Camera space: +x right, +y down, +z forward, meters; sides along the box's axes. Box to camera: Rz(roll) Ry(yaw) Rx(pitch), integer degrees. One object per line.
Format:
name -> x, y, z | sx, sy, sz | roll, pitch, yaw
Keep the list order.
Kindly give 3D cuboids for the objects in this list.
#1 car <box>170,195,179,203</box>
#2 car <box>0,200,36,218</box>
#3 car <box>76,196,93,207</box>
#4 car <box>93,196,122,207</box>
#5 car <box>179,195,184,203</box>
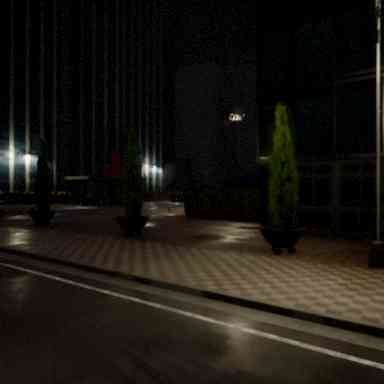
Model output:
car -> -2.302, 1.319, 65.229 | 1.837, 1.490, 4.892 | 0, 0, 35
car -> -15.381, 1.374, 28.065 | 1.812, 1.442, 4.674 | 0, 0, 32
car -> -14.086, 1.338, 48.541 | 2.033, 1.411, 5.357 | 0, 0, 35
car -> -10.913, 1.301, 46.969 | 2.128, 1.511, 4.902 | 0, 0, 35
car -> 0.591, 1.090, 63.254 | 2.150, 2.045, 5.566 | 0, 0, 35
